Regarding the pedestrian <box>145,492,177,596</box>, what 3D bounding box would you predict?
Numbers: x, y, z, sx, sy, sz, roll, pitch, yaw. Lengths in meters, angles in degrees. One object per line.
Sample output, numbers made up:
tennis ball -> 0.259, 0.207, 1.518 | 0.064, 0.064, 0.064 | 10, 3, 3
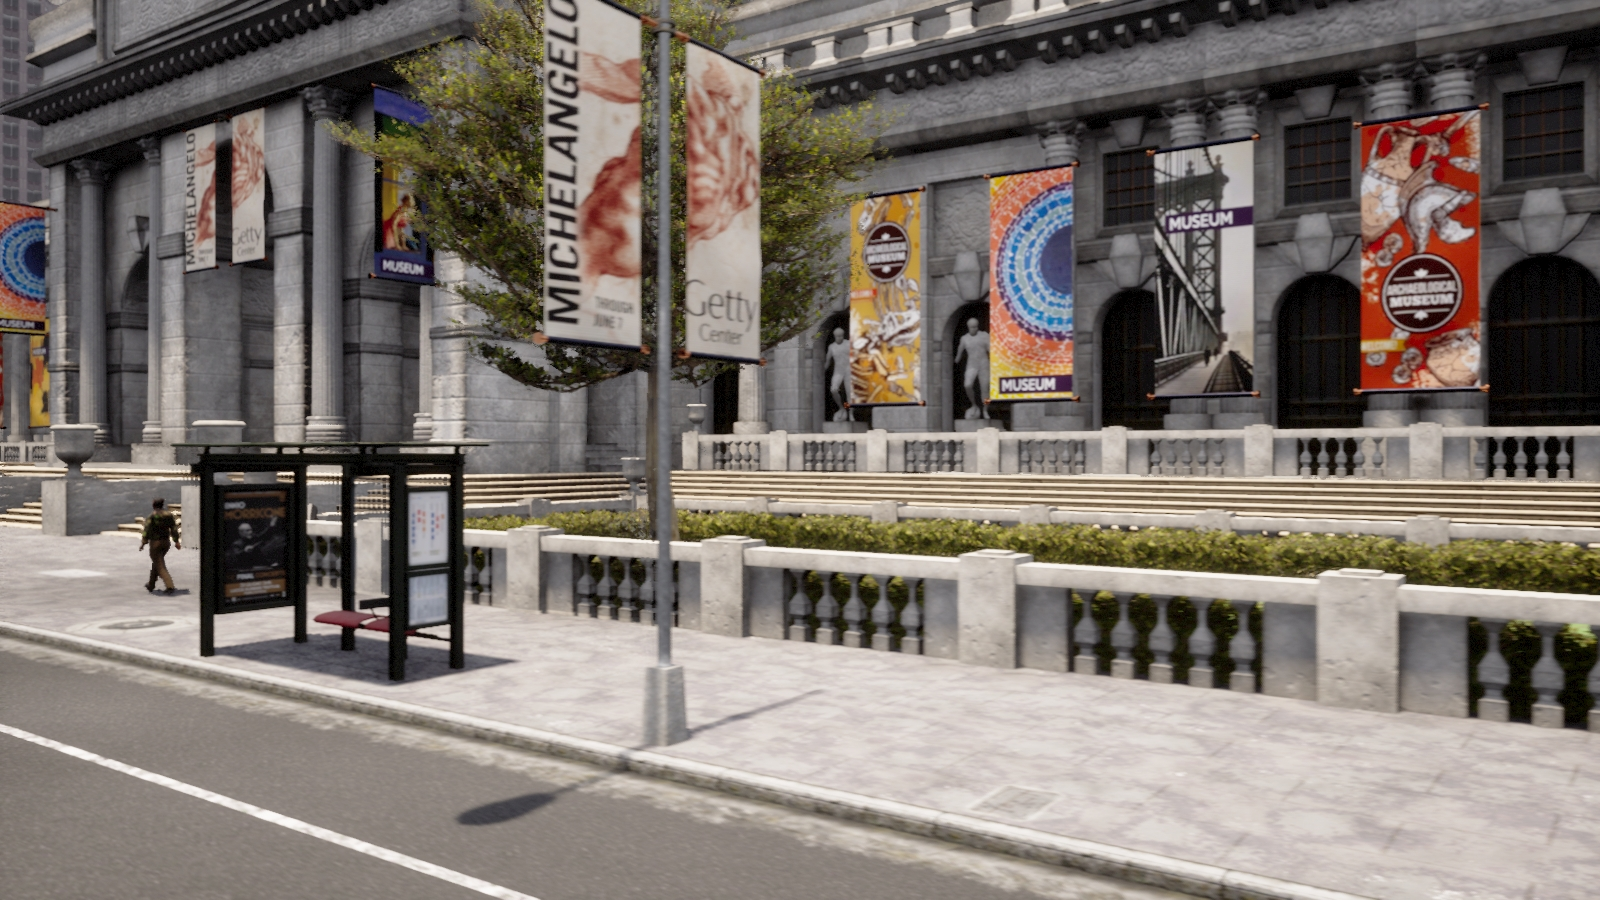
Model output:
pedestrian -> -11.712, 1.709, 20.949 | 0.375, 1.860, 0.375 | 0, 0, 32
